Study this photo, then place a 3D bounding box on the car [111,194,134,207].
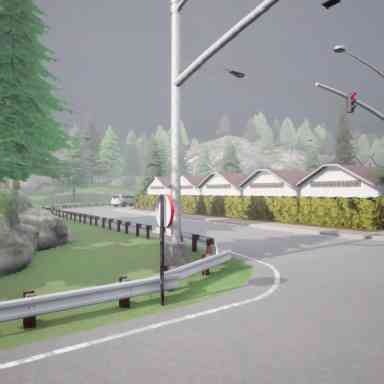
[{"bbox_3d":[-10.501,1.398,53.881,2.150,2.045,5.566,0,0,36],"label":"car"}]
